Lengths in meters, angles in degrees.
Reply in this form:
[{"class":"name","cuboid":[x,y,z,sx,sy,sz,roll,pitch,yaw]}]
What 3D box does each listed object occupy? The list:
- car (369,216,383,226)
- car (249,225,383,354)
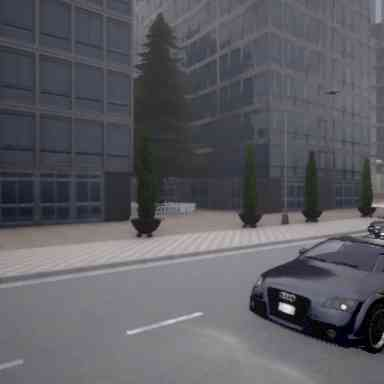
[{"class":"car","cuboid":[9.932,1.498,15.259,4.892,1.490,1.837,0,0,-35]},{"class":"car","cuboid":[3.045,1.557,6.141,4.181,1.385,1.994,0,0,-35]}]
